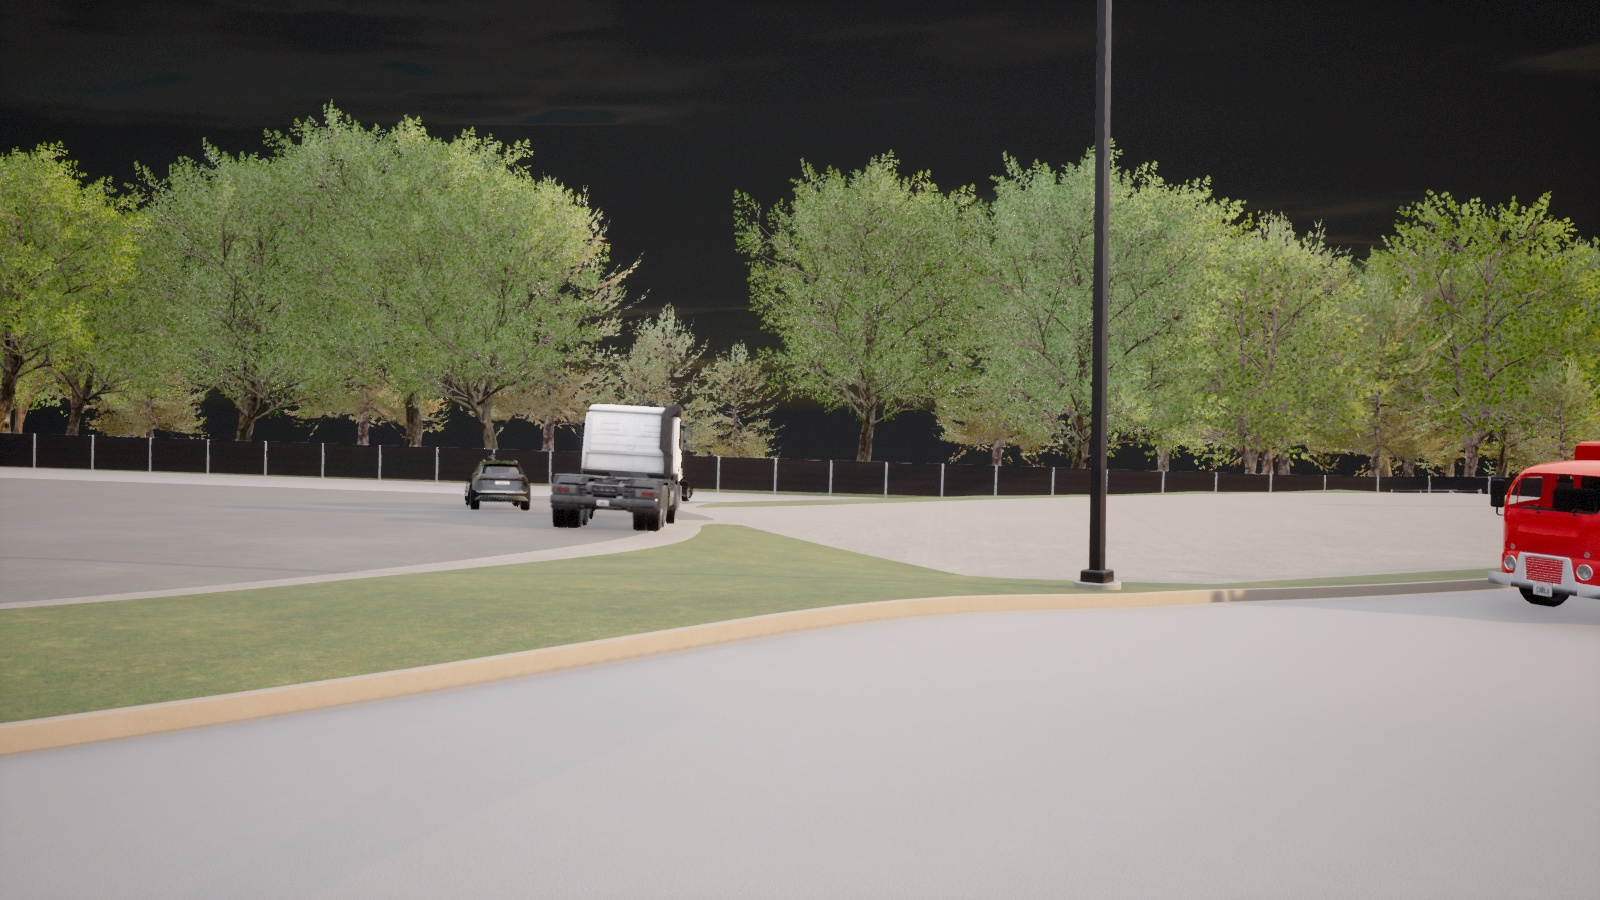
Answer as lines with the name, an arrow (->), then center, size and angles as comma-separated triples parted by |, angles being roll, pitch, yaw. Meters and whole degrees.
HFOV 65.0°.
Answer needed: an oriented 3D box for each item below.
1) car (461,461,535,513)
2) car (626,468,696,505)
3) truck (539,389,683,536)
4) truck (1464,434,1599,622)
car -> -10.281, 1.213, 42.501 | 2.033, 1.649, 4.856 | 1, -1, -18
car -> -5.795, 1.515, 52.798 | 1.816, 1.474, 4.193 | 0, -1, 10
truck -> -5.002, 0.357, 34.783 | 2.891, 3.462, 7.936 | 3, -1, -2
truck -> 12.801, 1.018, 18.328 | 5.204, 2.467, 2.627 | 0, 2, -20
